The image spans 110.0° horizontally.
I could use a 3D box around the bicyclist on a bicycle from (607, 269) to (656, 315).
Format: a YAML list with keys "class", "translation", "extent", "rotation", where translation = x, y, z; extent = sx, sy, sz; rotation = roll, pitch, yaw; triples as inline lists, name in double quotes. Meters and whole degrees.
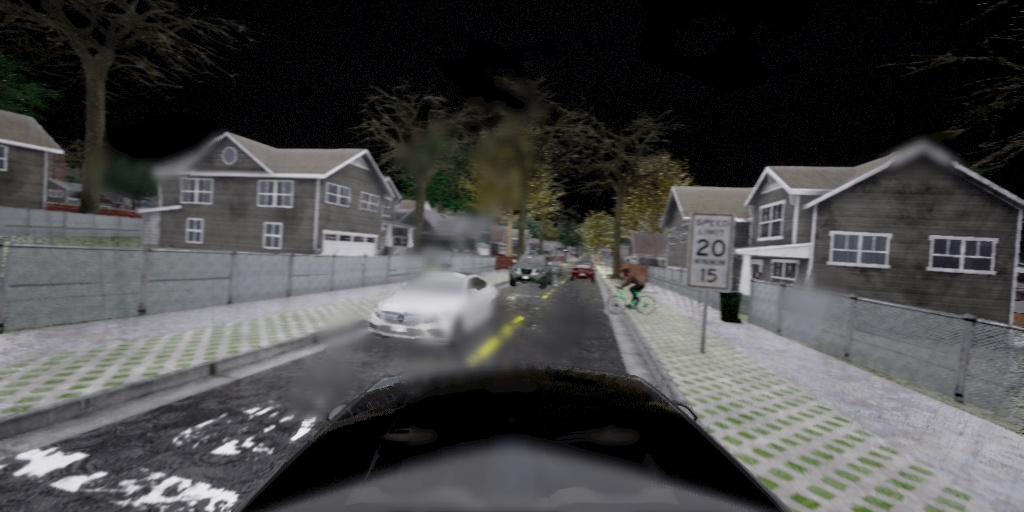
- class: "bicyclist on a bicycle"
  translation: [4.150, 1.263, 12.556]
  extent: [1.656, 1.620, 0.582]
  rotation: [-1, -1, 12]

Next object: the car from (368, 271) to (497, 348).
- class: "car"
  translation: [-1.627, 1.119, 9.081]
  extent: [1.812, 1.442, 4.674]
  rotation: [4, 1, 12]

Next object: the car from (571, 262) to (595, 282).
- class: "car"
  translation: [6.361, 1.385, 31.996]
  extent: [1.882, 1.535, 5.008]
  rotation: [4, 0, 12]

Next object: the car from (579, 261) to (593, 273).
- class: "car"
  translation: [10.854, 1.564, 52.718]
  extent: [1.837, 1.490, 4.892]
  rotation: [4, 1, 13]

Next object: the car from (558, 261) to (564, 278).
- class: "car"
  translation: [4.094, 1.227, 35.245]
  extent: [2.128, 1.511, 4.902]
  rotation: [4, 1, 13]

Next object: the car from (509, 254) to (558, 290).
- class: "car"
  translation: [1.378, 0.888, 22.809]
  extent: [2.150, 2.045, 5.566]
  rotation: [4, 0, 12]
